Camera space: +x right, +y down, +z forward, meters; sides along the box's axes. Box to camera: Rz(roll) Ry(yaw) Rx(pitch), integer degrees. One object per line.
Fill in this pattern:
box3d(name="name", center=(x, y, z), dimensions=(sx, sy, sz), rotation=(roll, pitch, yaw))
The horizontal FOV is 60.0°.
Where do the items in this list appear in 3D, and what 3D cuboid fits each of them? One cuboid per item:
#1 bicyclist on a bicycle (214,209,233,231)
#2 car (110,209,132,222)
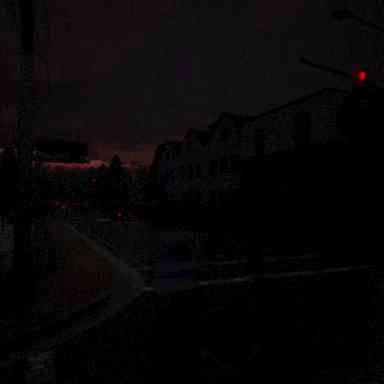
box3d(name="bicyclist on a bicycle", center=(2.331, 2.110, 24.768), dimensions=(1.656, 1.620, 0.582), rotation=(1, -2, -25))
box3d(name="car", center=(-8.382, 2.740, 39.053), dimensions=(1.812, 1.442, 4.674), rotation=(2, -2, -25))
